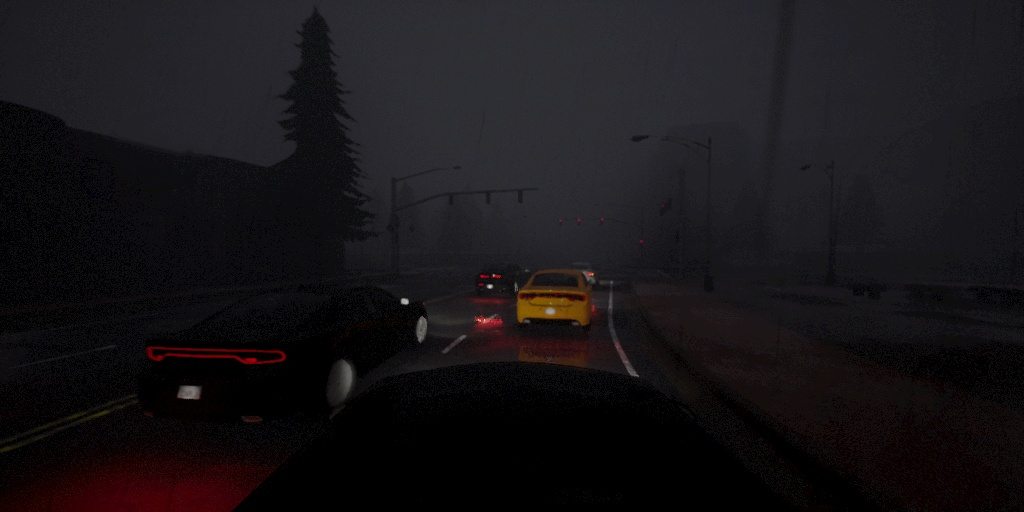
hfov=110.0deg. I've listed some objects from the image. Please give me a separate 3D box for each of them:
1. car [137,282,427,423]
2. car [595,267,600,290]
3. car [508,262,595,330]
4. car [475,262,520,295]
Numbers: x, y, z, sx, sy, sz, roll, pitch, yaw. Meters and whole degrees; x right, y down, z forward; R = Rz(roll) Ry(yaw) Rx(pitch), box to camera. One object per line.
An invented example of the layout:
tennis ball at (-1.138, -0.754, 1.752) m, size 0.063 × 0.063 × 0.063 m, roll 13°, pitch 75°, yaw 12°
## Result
car at (-2.963, 1.163, 6.014) m, size 1.882 × 1.535 × 5.008 m, roll 0°, pitch 1°, yaw 5°
car at (3.967, 1.045, 20.507) m, size 1.812 × 1.442 × 4.674 m, roll 1°, pitch 1°, yaw 16°
car at (1.445, 1.115, 10.837) m, size 1.882 × 1.535 × 5.008 m, roll 0°, pitch 1°, yaw 13°
car at (-0.347, 1.046, 17.885) m, size 1.837 × 1.490 × 4.892 m, roll 0°, pitch 1°, yaw 15°
